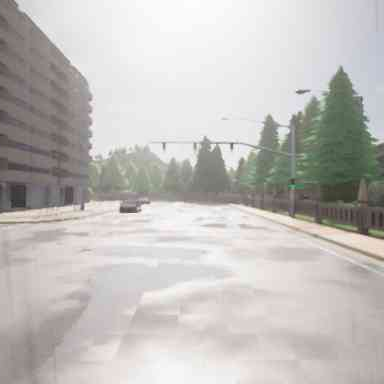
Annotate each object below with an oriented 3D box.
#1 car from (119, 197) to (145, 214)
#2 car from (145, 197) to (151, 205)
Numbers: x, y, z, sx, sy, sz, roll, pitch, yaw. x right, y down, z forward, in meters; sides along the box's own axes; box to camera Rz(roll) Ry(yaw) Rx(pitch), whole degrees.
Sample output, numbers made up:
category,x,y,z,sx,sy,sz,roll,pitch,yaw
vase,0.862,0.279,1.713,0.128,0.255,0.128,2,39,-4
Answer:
category,x,y,z,sx,sy,sz,roll,pitch,yaw
car,-6.975,1.621,37.713,1.882,1.535,5.008,0,1,0
car,-9.177,1.728,63.426,1.994,1.385,4.181,0,0,-24
